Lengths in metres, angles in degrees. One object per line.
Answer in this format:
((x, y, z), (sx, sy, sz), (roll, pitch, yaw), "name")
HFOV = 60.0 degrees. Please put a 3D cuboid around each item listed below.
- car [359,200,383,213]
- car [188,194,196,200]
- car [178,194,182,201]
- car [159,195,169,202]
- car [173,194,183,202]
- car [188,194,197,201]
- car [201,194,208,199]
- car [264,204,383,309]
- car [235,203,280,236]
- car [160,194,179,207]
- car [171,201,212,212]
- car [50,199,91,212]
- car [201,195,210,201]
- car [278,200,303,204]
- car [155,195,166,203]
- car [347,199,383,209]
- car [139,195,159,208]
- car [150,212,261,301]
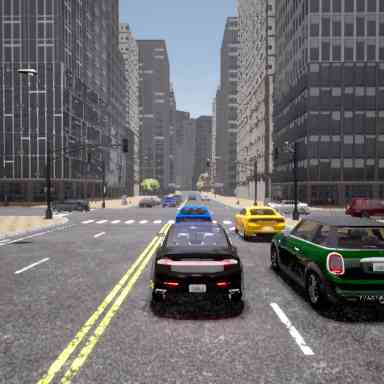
((21.842, 1.641, 37.674), (4.829, 1.417, 1.752), (1, 0, 1), "car")
((0.078, 1.263, 90.614), (2.128, 1.511, 4.902), (0, 0, 0), "car")
((-3.275, 1.517, 58.249), (1.994, 1.385, 4.181), (0, 0, 1), "car")
((-6.434, 1.479, 77.962), (1.994, 1.385, 4.181), (0, 0, 0), "car")
((-3.184, 1.283, 77.128), (2.097, 1.767, 4.553), (0, 0, 0), "car")
((0.070, 1.270, 80.581), (2.097, 1.767, 4.553), (0, 0, 0), "car")
((3.329, 1.333, 90.640), (1.895, 1.301, 4.718), (0, 0, 0), "car")
((3.356, 1.348, 8.017), (2.097, 1.767, 4.553), (0, 0, 0), "car")
((3.363, 1.468, 17.196), (1.882, 1.535, 5.008), (0, 0, 0), "car")
((-3.297, 1.489, 49.504), (1.812, 1.442, 4.674), (0, 0, 0), "car")
((0.118, 1.468, 17.809), (1.882, 1.535, 5.008), (0, 0, 1), "car")
((-13.073, 1.411, 35.671), (4.181, 1.385, 1.994), (1, 1, 1), "car")
((3.320, 1.510, 80.638), (1.895, 1.301, 4.718), (0, 0, 0), "car")
((9.905, 1.581, 35.120), (4.674, 1.442, 1.812), (1, 1, -2), "car")
((-6.450, 1.445, 67.984), (1.837, 1.490, 4.892), (0, 0, 0), "car")
((16.226, 1.518, 29.392), (5.009, 1.841, 2.192), (1, 0, 1), "car")
((-6.543, 1.511, 49.076), (2.033, 1.411, 5.357), (0, 0, 0), "car")
((0.105, 1.487, 8.304), (2.128, 1.511, 4.902), (0, 0, 0), "car")
